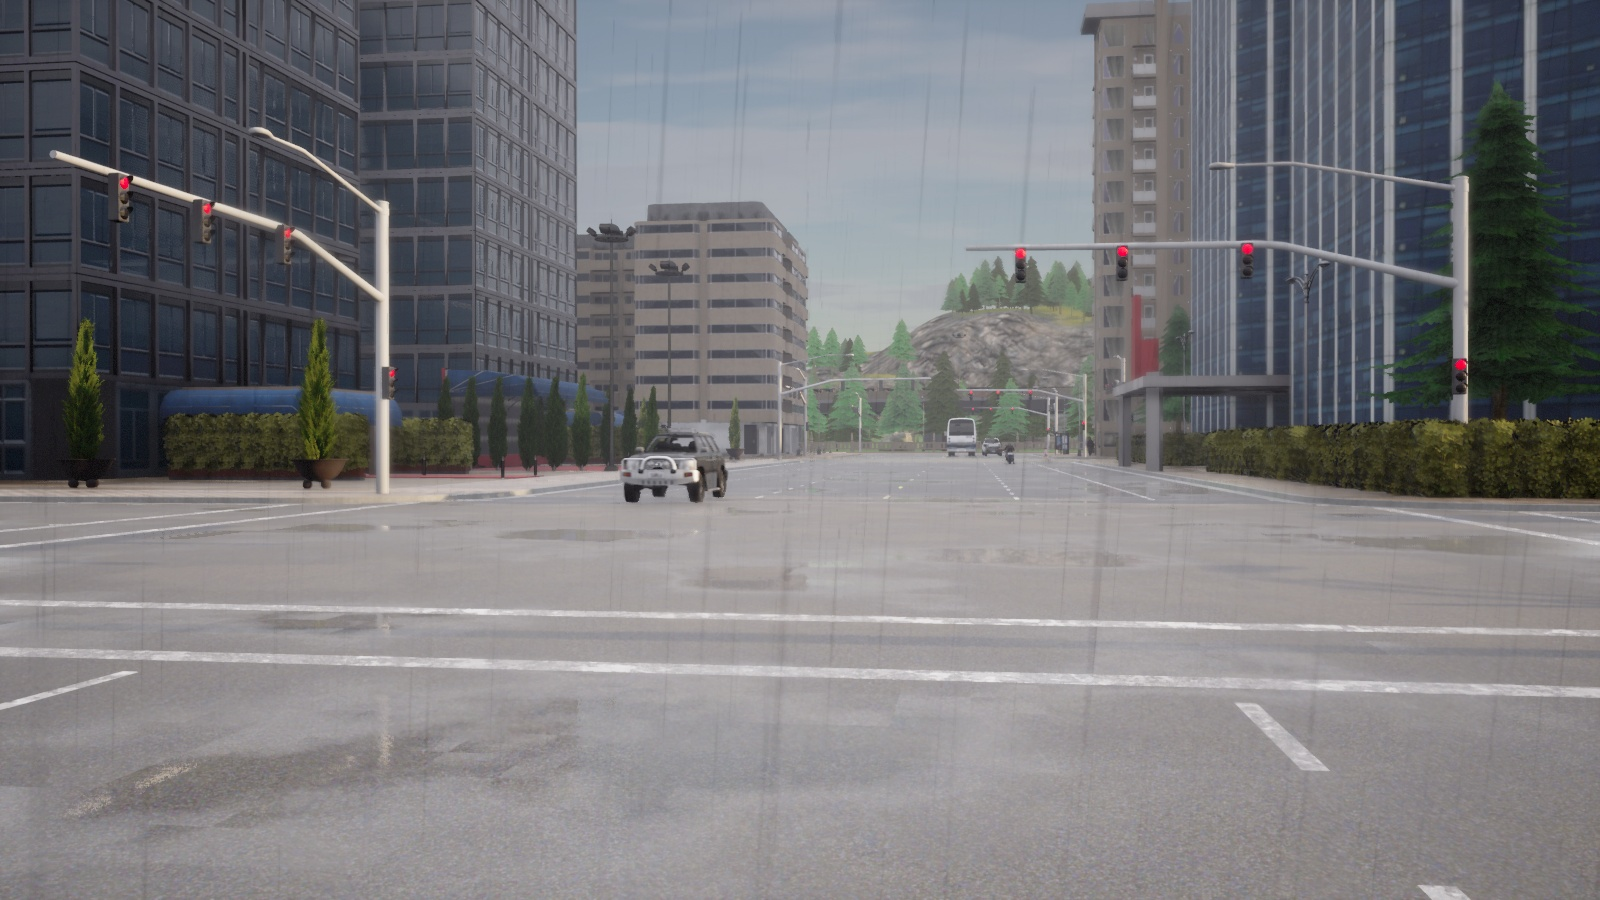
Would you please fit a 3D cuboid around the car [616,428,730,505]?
[{"bbox_3d":[-3.174,0.378,32.309,1.932,1.855,4.605,0,0,7],"label":"car"}]
